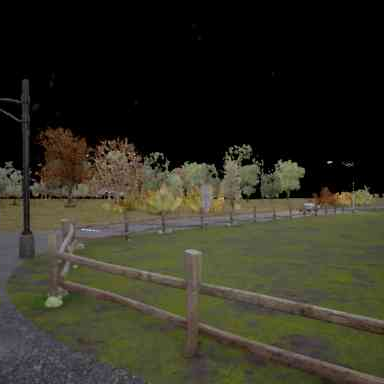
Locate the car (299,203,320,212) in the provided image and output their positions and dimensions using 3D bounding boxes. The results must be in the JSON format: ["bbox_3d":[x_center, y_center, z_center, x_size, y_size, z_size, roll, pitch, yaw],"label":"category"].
[{"bbox_3d":[18.795,2.449,53.016,2.033,1.411,5.357,-1,-2,40],"label":"car"}]
